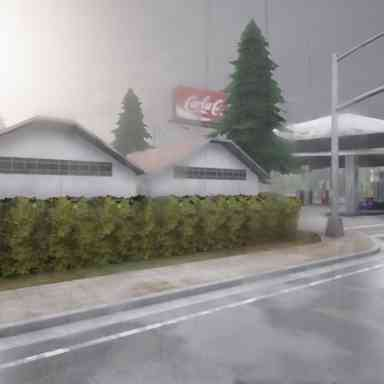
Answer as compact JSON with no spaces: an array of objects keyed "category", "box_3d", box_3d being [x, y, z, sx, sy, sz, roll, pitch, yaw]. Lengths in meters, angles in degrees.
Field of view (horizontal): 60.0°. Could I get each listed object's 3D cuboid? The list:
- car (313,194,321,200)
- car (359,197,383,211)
[{"category":"car","box_3d":[32.903,1.291,89.496,2.152,1.636,5.027,0,0,-36]},{"category":"car","box_3d":[21.818,1.460,40.006,4.611,1.667,2.242,0,0,-36]}]
